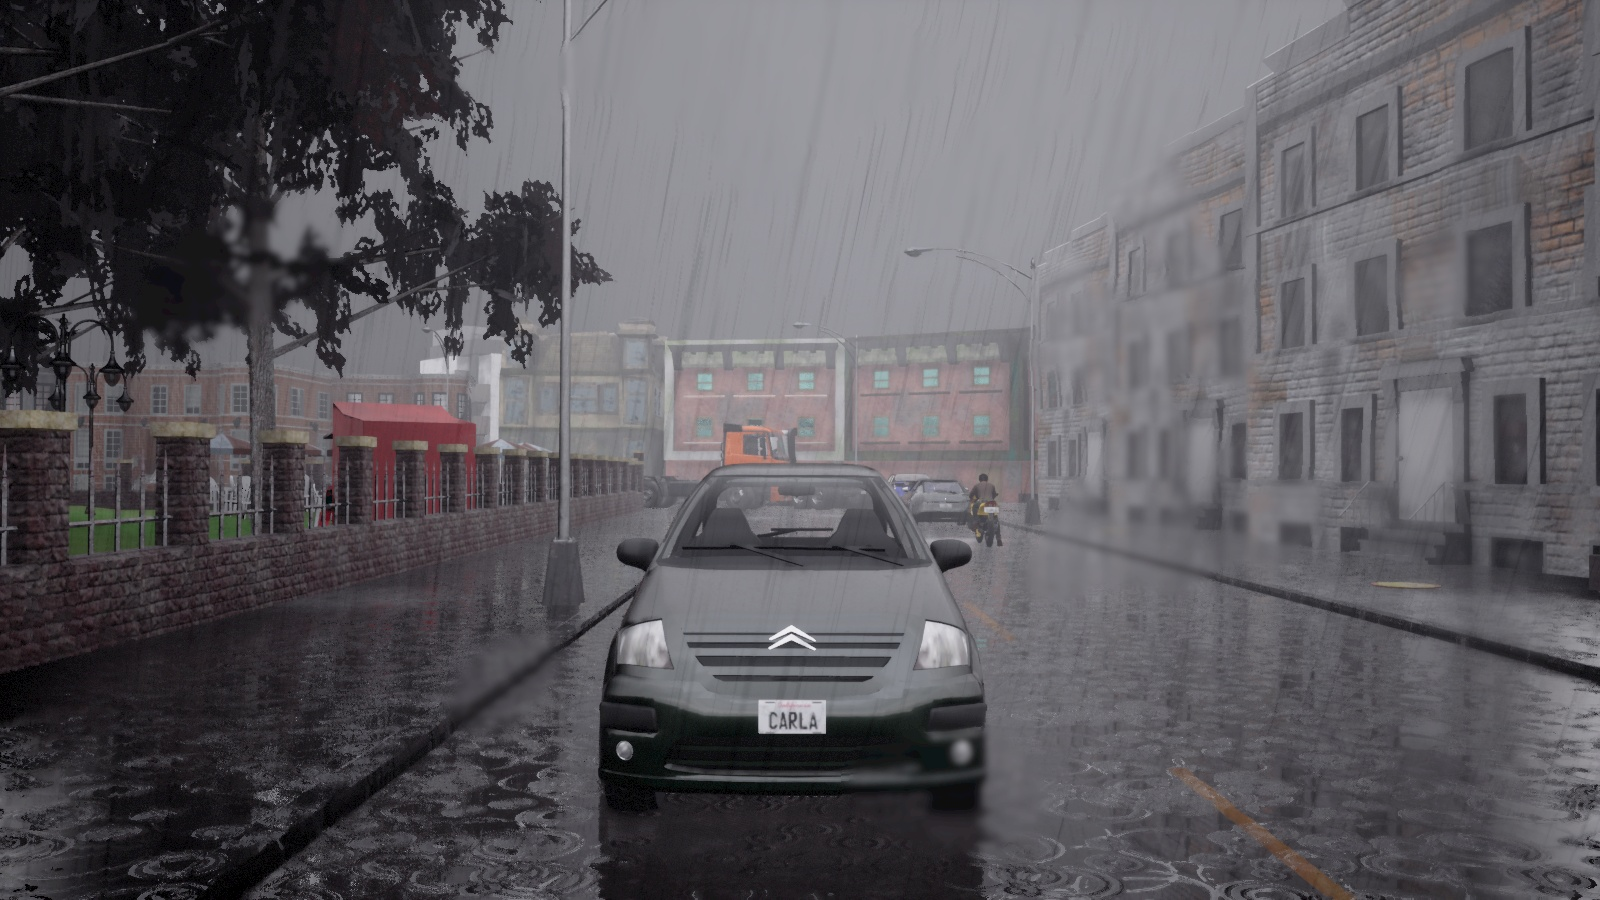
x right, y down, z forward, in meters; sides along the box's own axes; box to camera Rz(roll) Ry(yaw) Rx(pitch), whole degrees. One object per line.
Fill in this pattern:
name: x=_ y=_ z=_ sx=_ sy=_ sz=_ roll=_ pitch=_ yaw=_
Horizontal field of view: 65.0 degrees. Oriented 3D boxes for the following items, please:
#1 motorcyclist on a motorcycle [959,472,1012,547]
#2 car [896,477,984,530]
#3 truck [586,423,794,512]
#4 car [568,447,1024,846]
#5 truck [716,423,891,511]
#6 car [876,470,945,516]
motorcyclist on a motorcycle: x=3.910 y=1.226 z=26.584 sx=0.797 sy=1.523 sz=2.044 roll=0 pitch=-1 yaw=0
car: x=3.885 y=1.458 z=35.530 sx=1.994 sy=1.385 sz=4.181 roll=0 pitch=-1 yaw=-1
truck: x=-4.433 y=0.703 z=51.133 sx=7.936 sy=3.462 sz=2.891 roll=0 pitch=-1 yaw=11
car: x=-0.023 y=0.832 z=7.114 sx=1.851 sy=1.617 sz=3.988 roll=0 pitch=-1 yaw=0
truck: x=0.008 y=0.731 z=53.570 sx=2.891 sy=3.462 sz=7.936 roll=-1 pitch=0 yaw=-41
car: x=3.843 y=1.489 z=44.325 sx=2.007 sy=1.525 sz=4.514 roll=0 pitch=-1 yaw=-1
